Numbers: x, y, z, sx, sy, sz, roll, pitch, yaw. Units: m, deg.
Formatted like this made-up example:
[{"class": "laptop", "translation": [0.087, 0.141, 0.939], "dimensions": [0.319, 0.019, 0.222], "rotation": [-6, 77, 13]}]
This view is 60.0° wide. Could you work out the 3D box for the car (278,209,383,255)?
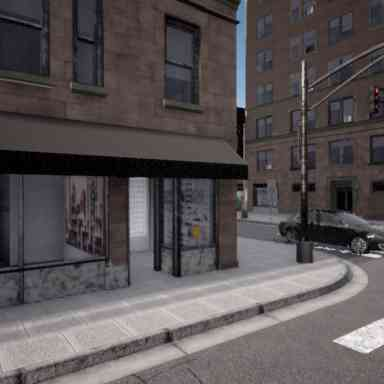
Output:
[{"class": "car", "translation": [5.822, 1.504, 13.597], "dimensions": [1.837, 1.490, 4.892], "rotation": [0, 0, -36]}]
